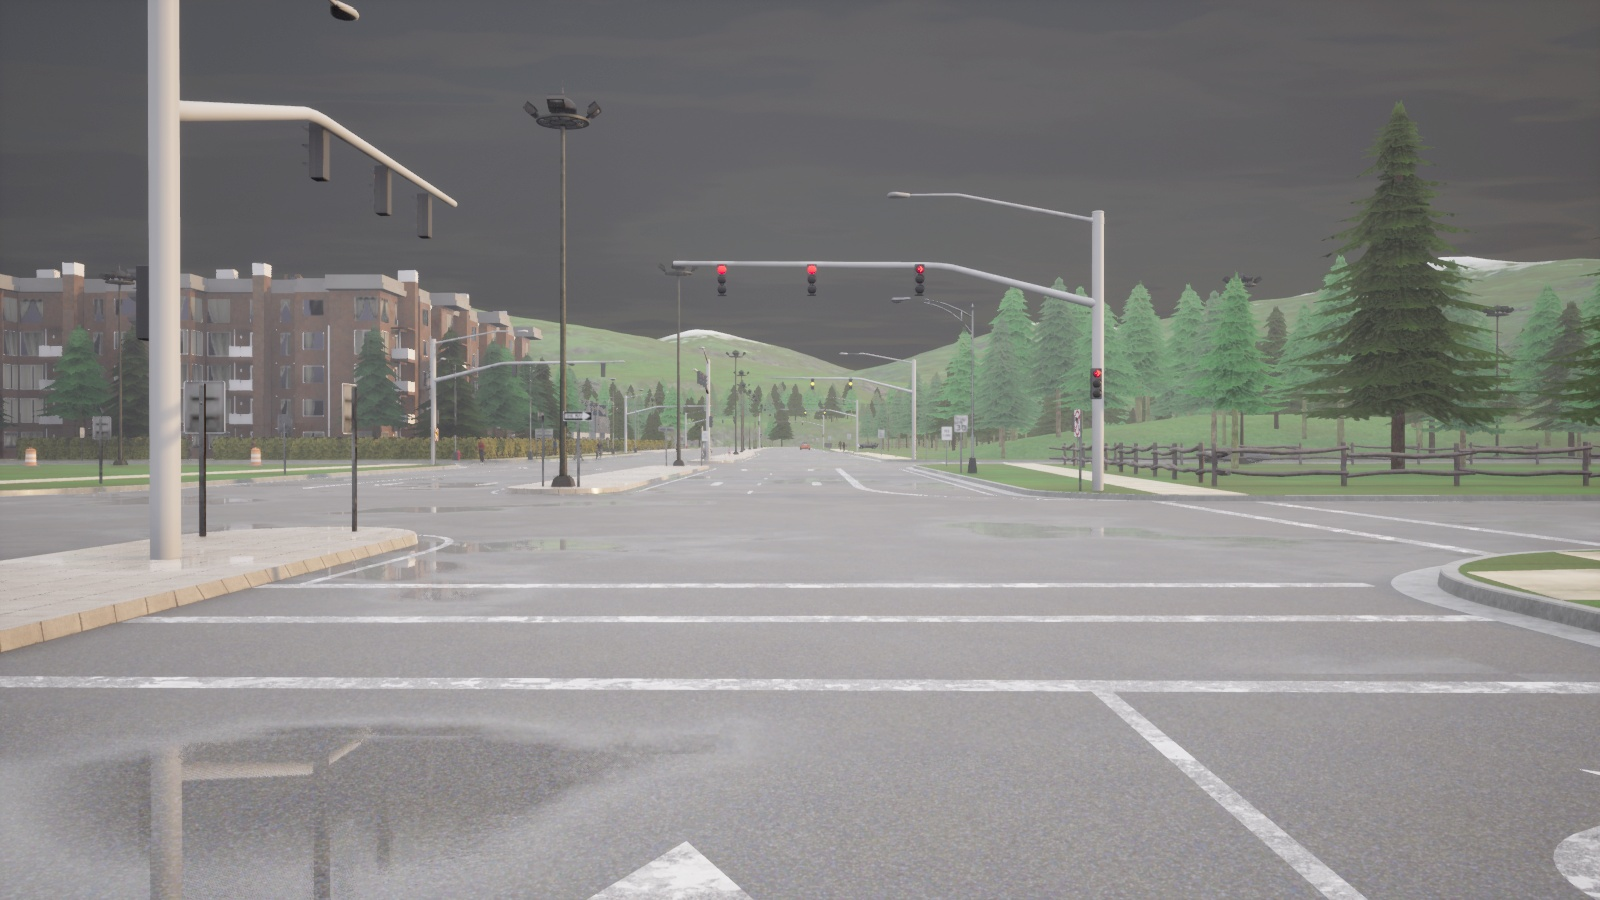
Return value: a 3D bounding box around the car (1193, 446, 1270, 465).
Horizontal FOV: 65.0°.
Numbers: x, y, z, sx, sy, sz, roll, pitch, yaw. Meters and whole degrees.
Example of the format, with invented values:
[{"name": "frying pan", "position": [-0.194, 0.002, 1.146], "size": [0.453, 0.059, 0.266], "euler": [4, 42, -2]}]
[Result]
[{"name": "car", "position": [29.813, 0.380, 86.872], "size": [4.718, 1.301, 1.895], "euler": [0, 0, 0]}]
